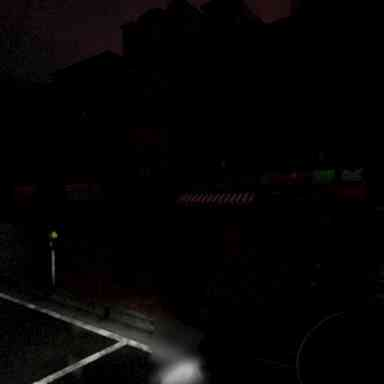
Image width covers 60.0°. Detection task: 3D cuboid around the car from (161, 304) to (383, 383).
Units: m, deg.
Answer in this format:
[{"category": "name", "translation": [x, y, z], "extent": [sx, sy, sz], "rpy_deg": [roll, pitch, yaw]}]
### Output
[{"category": "car", "translation": [1.857, 1.350, 1.906], "extent": [4.553, 1.767, 2.097], "rpy_deg": [0, 0, 36]}]
